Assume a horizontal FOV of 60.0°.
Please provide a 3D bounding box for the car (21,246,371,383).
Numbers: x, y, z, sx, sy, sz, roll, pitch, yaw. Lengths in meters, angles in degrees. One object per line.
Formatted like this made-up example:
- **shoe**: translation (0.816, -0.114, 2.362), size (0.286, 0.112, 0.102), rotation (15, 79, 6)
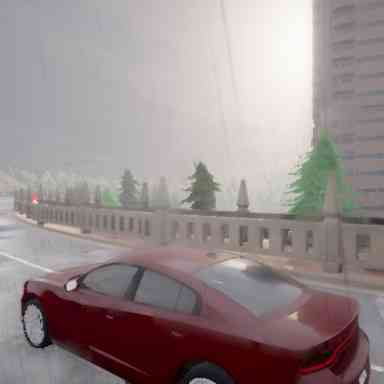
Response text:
- **car**: translation (-0.425, 1.495, 4.514), size (5.008, 1.535, 1.882), rotation (0, 0, 37)

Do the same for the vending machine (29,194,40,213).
- **vending machine**: translation (-17.630, 1.276, 37.187), size (1.100, 2.100, 0.880), rotation (0, 0, -27)
